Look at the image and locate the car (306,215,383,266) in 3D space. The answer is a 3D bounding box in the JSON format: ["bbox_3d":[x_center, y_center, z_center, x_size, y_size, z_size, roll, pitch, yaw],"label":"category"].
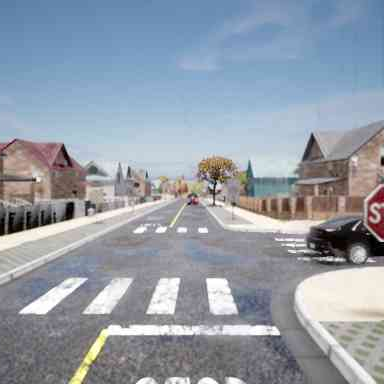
[{"bbox_3d":[6.456,1.556,11.460,4.892,1.490,1.837,0,-1,-7],"label":"car"}]

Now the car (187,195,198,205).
[{"bbox_3d":[0.092,1.609,56.974,1.895,1.301,4.718,0,0,0],"label":"car"}]

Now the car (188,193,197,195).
[{"bbox_3d":[0.108,1.268,66.996,2.150,2.045,5.566,0,0,0],"label":"car"}]
